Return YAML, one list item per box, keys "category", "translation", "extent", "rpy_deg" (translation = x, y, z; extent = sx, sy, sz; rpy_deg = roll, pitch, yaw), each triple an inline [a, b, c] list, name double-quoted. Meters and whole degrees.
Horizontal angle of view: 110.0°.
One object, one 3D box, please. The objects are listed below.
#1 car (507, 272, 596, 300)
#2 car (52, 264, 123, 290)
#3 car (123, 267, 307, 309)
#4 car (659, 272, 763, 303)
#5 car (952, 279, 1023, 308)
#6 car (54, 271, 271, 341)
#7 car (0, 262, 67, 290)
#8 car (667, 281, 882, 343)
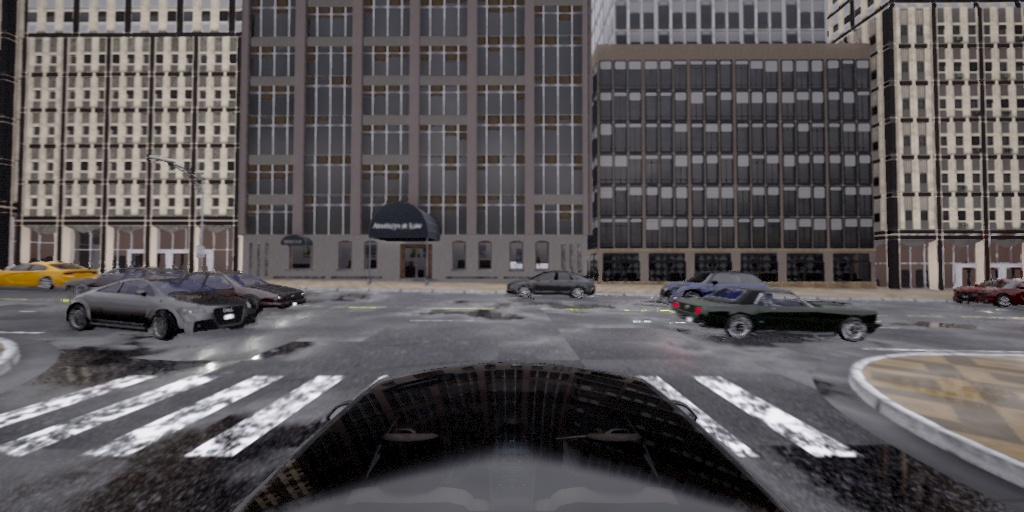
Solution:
- category: "car"
  translation: [2.160, 1.606, 20.009]
  extent: [4.892, 1.490, 1.837]
  rpy_deg: [1, -1, 1]
- category: "car"
  translation: [-17.616, 1.236, 16.933]
  extent: [5.357, 1.411, 2.033]
  rpy_deg: [1, -1, 1]
- category: "car"
  translation: [-10.760, 1.302, 13.422]
  extent: [5.357, 1.411, 2.033]
  rpy_deg: [2, -1, 1]
- category: "car"
  translation: [9.332, 1.504, 16.695]
  extent: [4.553, 1.767, 2.097]
  rpy_deg: [1, -1, 1]
- category: "car"
  translation: [27.512, 2.019, 19.772]
  extent: [5.008, 1.535, 1.882]
  rpy_deg: [1, -1, 1]
- category: "car"
  translation: [-9.168, 1.280, 9.539]
  extent: [4.181, 1.385, 1.994]
  rpy_deg: [2, -2, 11]
- category: "car"
  translation: [-26.533, 1.088, 20.269]
  extent: [5.008, 1.535, 1.882]
  rpy_deg: [1, -1, 1]
- category: "car"
  translation: [7.164, 1.543, 9.995]
  extent: [4.718, 1.301, 1.895]
  rpy_deg: [2, -1, 0]
